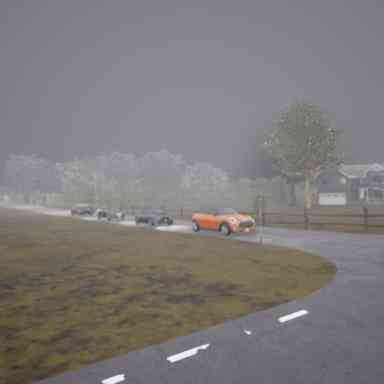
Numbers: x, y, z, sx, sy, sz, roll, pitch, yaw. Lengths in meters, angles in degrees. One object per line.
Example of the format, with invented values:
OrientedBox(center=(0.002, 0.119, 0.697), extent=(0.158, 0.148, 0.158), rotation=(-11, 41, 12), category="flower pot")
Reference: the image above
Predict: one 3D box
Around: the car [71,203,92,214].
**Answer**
OrientedBox(center=(-18.037, 2.615, 54.070), extent=(1.882, 1.535, 5.008), rotation=(-1, -1, -36), category="car")

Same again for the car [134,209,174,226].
OrientedBox(center=(-3.321, 2.150, 28.694), extent=(1.994, 1.385, 4.181), rotation=(-1, -1, -36), category="car")

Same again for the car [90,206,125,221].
OrientedBox(center=(-8.982, 2.288, 36.529), extent=(2.128, 1.511, 4.902), rotation=(-1, -1, -36), category="car")

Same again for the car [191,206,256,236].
OrientedBox(center=(1.933, 1.721, 21.415), extent=(2.097, 1.767, 4.553), rotation=(-1, -1, -36), category="car")

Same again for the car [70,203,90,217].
OrientedBox(center=(-14.790, 2.592, 44.612), extent=(1.895, 1.301, 4.718), rotation=(-1, -1, -35), category="car")
